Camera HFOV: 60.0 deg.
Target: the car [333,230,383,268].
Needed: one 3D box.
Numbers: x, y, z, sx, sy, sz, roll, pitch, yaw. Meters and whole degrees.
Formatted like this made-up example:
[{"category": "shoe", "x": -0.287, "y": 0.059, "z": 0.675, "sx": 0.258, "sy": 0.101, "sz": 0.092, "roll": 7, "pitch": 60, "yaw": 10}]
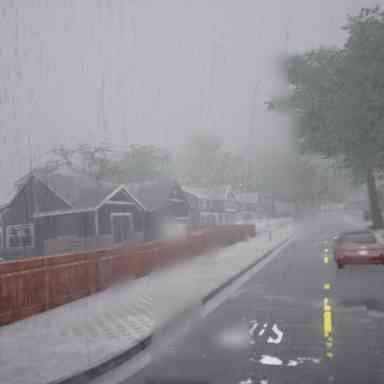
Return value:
[{"category": "car", "x": 7.176, "y": 2.353, "z": 14.331, "sx": 1.994, "sy": 1.385, "sz": 4.181, "roll": -7, "pitch": -6, "yaw": 22}]
